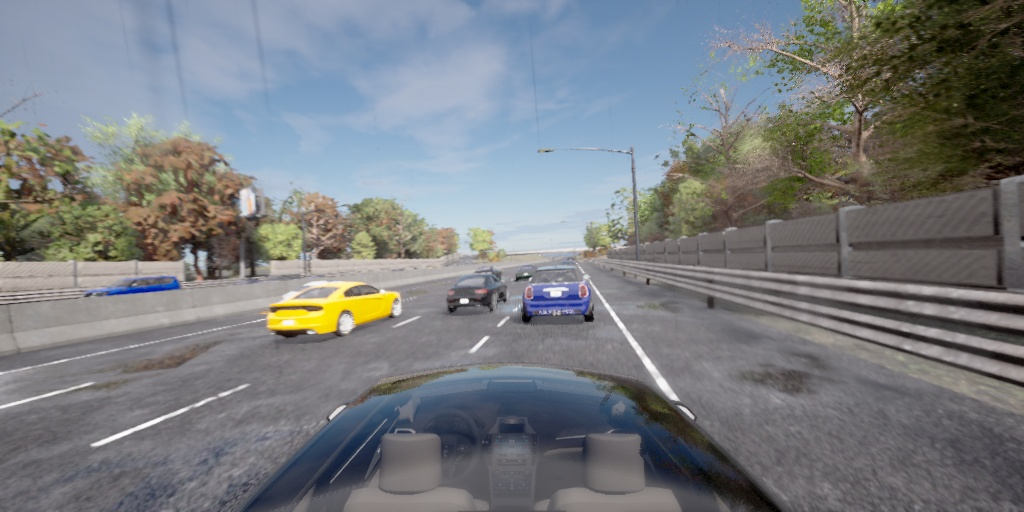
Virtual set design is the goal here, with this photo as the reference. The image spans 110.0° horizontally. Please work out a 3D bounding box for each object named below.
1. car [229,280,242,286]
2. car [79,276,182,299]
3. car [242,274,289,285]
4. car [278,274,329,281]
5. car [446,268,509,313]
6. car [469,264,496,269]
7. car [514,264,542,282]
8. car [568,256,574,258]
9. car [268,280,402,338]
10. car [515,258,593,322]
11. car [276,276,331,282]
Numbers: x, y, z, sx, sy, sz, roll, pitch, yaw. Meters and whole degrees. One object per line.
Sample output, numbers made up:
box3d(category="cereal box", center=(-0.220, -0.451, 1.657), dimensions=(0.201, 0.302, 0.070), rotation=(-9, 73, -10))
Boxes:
box3d(category="car", center=(-23.555, 2.789, 32.000), dimensions=(1.994, 1.385, 4.181), rotation=(-3, -1, 10))
box3d(category="car", center=(-28.005, 2.626, 26.694), dimensions=(2.150, 2.045, 5.566), rotation=(-3, -1, 9))
box3d(category="car", center=(-20.183, 2.396, 31.050), dimensions=(2.097, 1.767, 4.553), rotation=(-3, -1, 10))
box3d(category="car", center=(-16.699, 2.409, 30.646), dimensions=(2.033, 1.411, 5.357), rotation=(-3, -1, 9))
box3d(category="car", center=(-1.352, 1.463, 15.227), dimensions=(1.812, 1.442, 4.674), rotation=(-3, -1, 9))
box3d(category="car", center=(-2.071, 1.617, 32.167), dimensions=(2.128, 1.511, 4.902), rotation=(-3, -1, 9))
box3d(category="car", center=(1.515, 1.508, 32.386), dimensions=(1.994, 1.385, 4.181), rotation=(-3, -1, 9))
box3d(category="car", center=(8.353, 1.269, 52.783), dimensions=(1.882, 1.535, 5.008), rotation=(-3, -1, 9))
box3d(category="car", center=(-5.462, 1.595, 11.848), dimensions=(1.882, 1.535, 5.008), rotation=(-3, -1, 9))
box3d(category="car", center=(1.623, 1.111, 12.485), dimensions=(2.097, 1.767, 4.553), rotation=(-3, -1, 9))
box3d(category="car", center=(-8.254, 1.826, 16.328), dimensions=(1.812, 1.442, 4.674), rotation=(-3, -1, 9))
